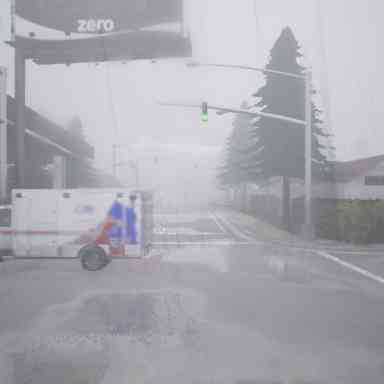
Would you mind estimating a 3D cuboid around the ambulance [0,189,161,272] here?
[{"bbox_3d":[-4.284,1.157,10.901,6.366,2.431,2.351,0,-1,0],"label":"ambulance"}]
